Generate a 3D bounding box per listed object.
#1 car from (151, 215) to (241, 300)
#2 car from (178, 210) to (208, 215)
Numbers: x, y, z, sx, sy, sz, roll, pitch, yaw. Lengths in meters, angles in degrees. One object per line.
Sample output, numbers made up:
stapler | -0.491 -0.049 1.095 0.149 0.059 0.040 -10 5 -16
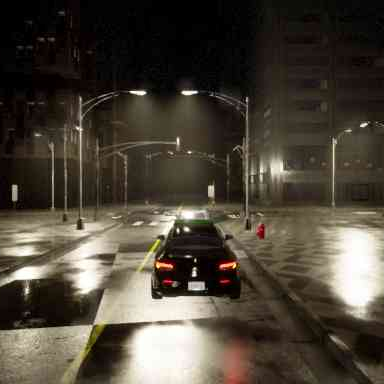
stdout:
car | 0.077 1.523 8.282 1.812 1.442 4.674 0 0 0
car | 0.059 1.594 17.307 1.895 1.301 4.718 0 0 0
